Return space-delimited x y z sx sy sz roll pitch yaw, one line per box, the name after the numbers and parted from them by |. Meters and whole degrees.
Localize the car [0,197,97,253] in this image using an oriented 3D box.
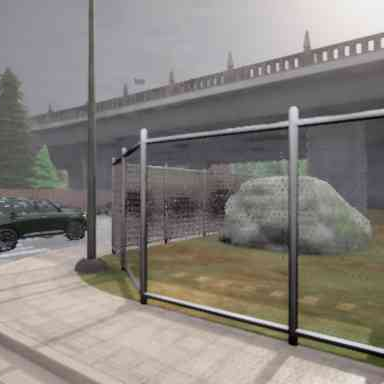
-7.110 1.248 14.355 2.150 2.045 5.566 -1 -1 31 | car

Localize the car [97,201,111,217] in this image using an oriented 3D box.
-7.209 1.483 31.949 1.882 1.535 5.008 0 0 36 | car

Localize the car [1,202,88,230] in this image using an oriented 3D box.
-9.751 1.504 22.384 2.128 1.511 4.902 0 0 36 | car

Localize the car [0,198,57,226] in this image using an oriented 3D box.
-12.575 1.357 24.449 2.097 1.767 4.553 0 0 36 | car
